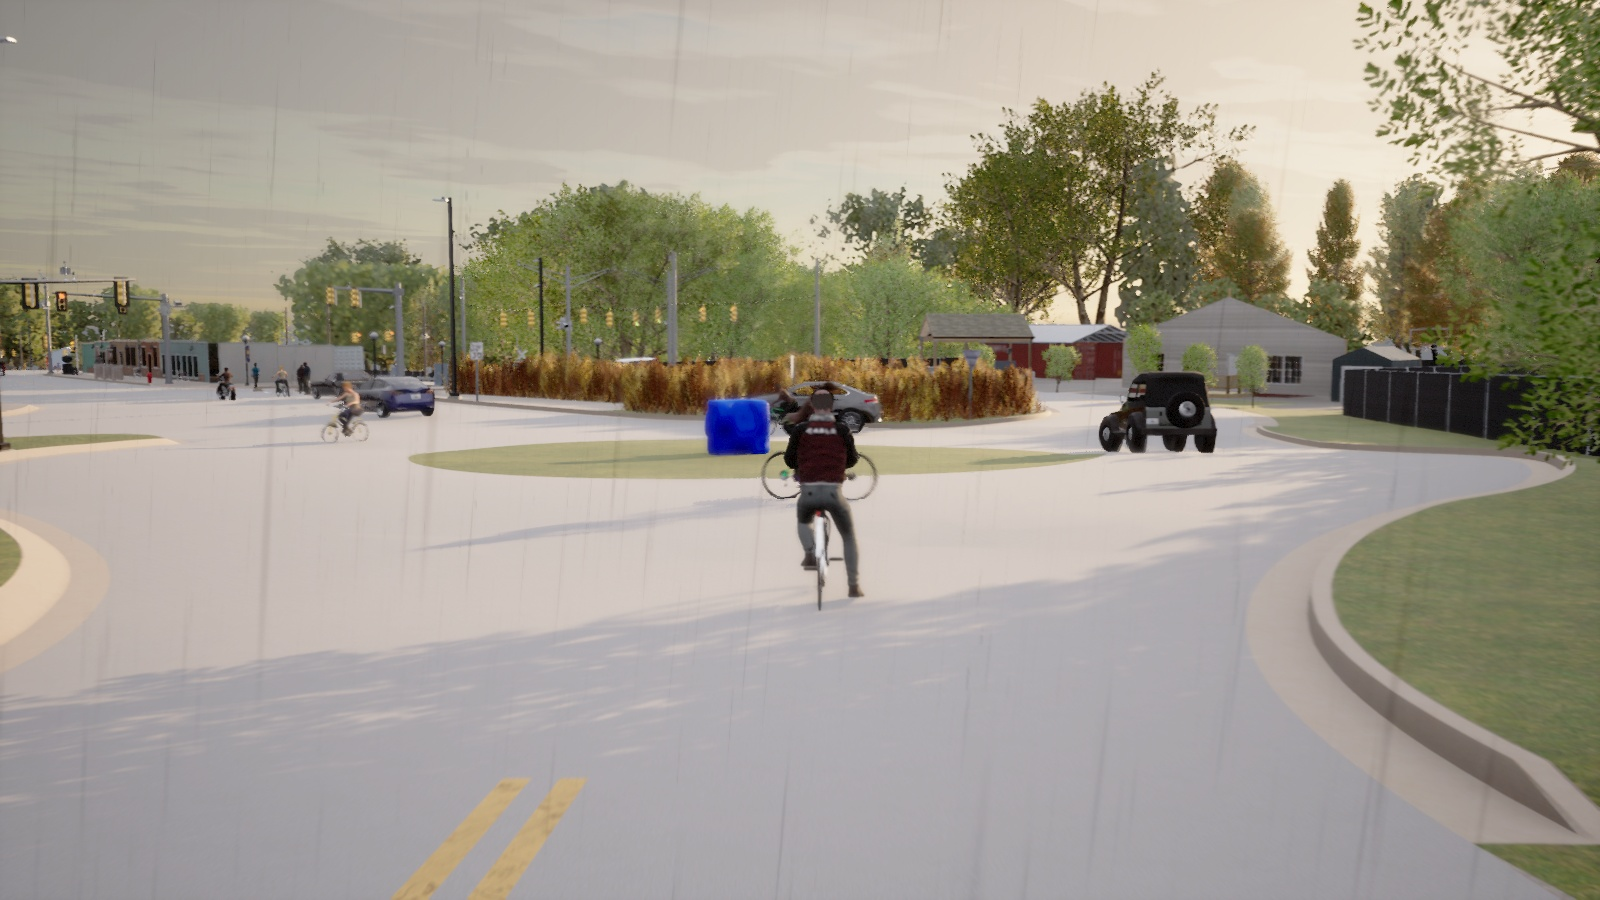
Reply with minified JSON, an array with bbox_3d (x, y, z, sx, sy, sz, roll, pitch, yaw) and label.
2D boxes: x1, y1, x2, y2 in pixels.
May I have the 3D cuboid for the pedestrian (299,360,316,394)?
[{"bbox_3d":[-26.931,-3.995,68.616,0.726,1.835,0.370,-4,7,-37],"label":"pedestrian"}]

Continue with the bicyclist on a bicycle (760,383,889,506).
[{"bbox_3d":[0.333,-0.101,17.034,1.656,1.620,0.582,1,3,15],"label":"bicyclist on a bicycle"}]

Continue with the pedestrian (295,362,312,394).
[{"bbox_3d":[-29.165,-4.251,73.739,0.634,1.844,0.899,-4,7,-38],"label":"pedestrian"}]

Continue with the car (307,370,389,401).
[{"bbox_3d":[-21.176,-3.045,58.700,1.895,1.301,4.718,-5,7,-42],"label":"car"}]

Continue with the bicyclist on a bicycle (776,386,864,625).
[{"bbox_3d":[0.195,0.377,10.405,0.659,1.776,1.843,0,4,3],"label":"bicyclist on a bicycle"}]

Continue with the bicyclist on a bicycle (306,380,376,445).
[{"bbox_3d":[-11.997,-0.996,32.858,0.866,1.612,1.509,4,5,31],"label":"bicyclist on a bicycle"}]

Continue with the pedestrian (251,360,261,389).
[{"bbox_3d":[-36.570,-5.092,84.429,0.396,1.930,0.692,-4,7,-35],"label":"pedestrian"}]

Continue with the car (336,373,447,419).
[{"bbox_3d":[-15.293,-2.043,46.838,2.163,1.488,4.792,-5,7,-41],"label":"car"}]

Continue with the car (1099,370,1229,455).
[{"bbox_3d":[8.514,-0.859,29.733,1.905,1.878,3.866,0,1,-1],"label":"car"}]

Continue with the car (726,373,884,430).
[{"bbox_3d":[0.208,-1.629,41.776,5.027,1.651,2.152,2,5,6],"label":"car"}]

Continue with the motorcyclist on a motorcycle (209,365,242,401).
[{"bbox_3d":[-27.659,-3.236,60.438,0.766,1.649,2.350,-5,6,-40],"label":"motorcyclist on a motorcycle"}]
